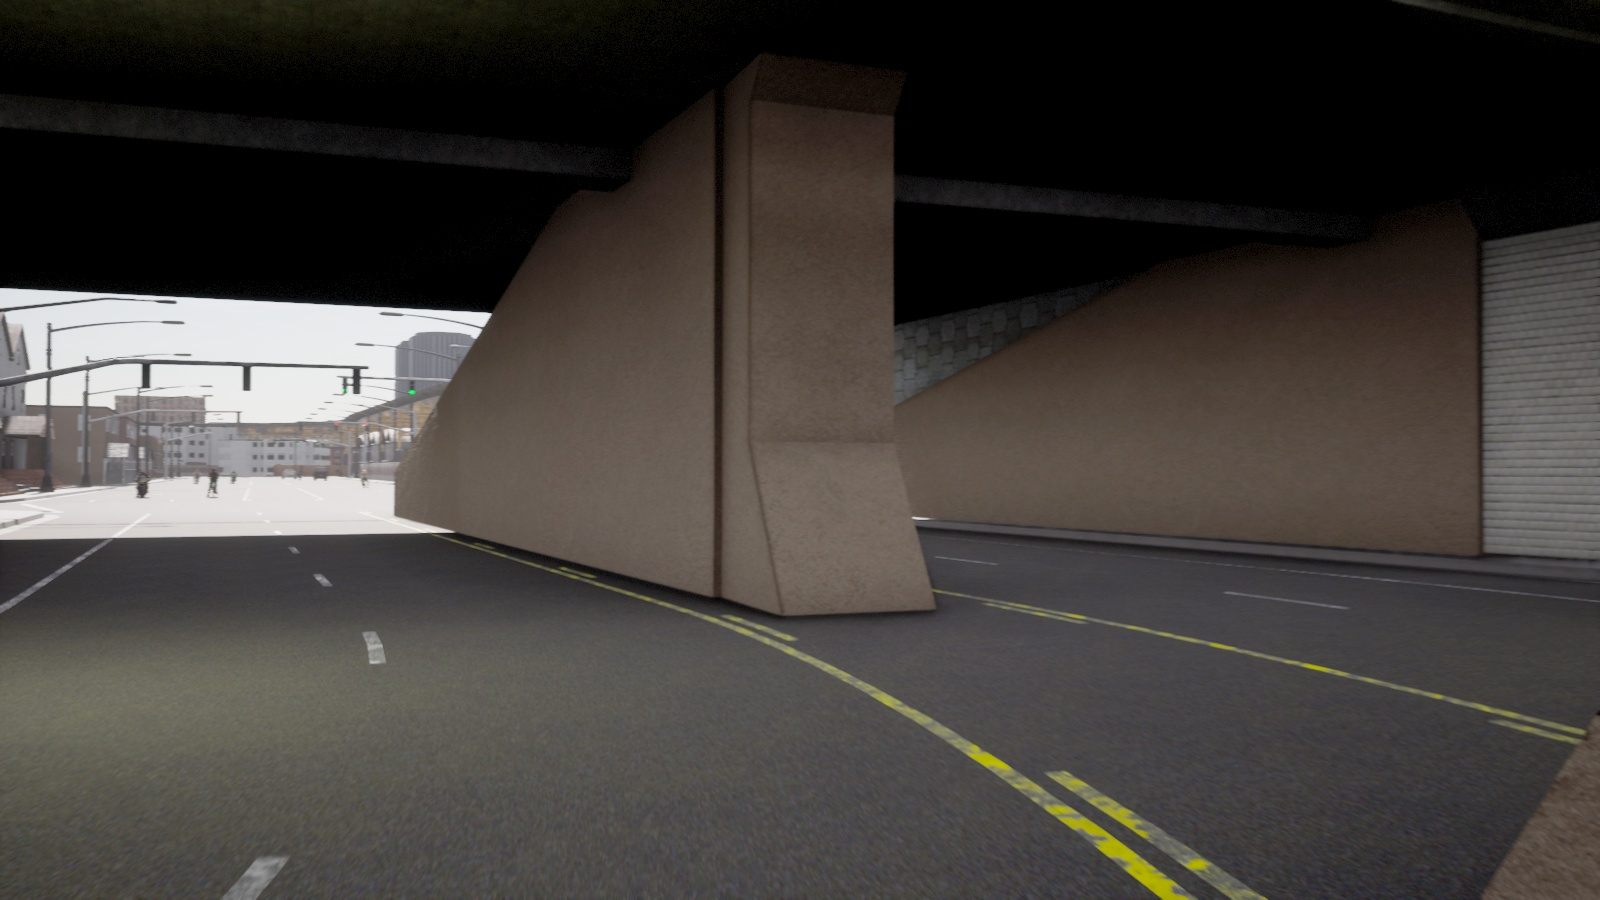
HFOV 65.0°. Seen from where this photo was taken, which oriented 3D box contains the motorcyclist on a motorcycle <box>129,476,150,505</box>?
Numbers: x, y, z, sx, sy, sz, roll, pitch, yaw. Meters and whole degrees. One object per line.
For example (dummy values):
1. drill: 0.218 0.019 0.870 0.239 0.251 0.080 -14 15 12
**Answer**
1. motorcyclist on a motorcycle: -35.987 2.189 68.456 0.866 1.530 2.191 0 -1 -25
